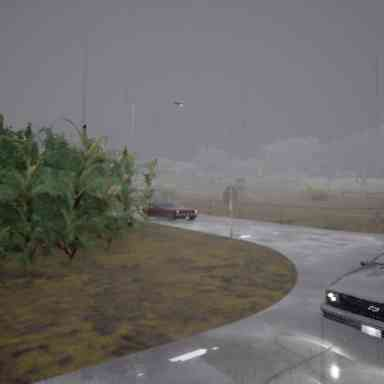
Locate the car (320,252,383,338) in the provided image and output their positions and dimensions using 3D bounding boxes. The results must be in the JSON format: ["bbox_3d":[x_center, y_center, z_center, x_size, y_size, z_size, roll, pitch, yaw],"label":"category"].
[{"bbox_3d":[4.745,1.600,6.320,5.357,1.411,2.033,0,0,-35],"label":"car"}]

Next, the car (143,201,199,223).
[{"bbox_3d":[-1.543,1.298,23.185,1.895,1.301,4.718,0,1,-35],"label":"car"}]
